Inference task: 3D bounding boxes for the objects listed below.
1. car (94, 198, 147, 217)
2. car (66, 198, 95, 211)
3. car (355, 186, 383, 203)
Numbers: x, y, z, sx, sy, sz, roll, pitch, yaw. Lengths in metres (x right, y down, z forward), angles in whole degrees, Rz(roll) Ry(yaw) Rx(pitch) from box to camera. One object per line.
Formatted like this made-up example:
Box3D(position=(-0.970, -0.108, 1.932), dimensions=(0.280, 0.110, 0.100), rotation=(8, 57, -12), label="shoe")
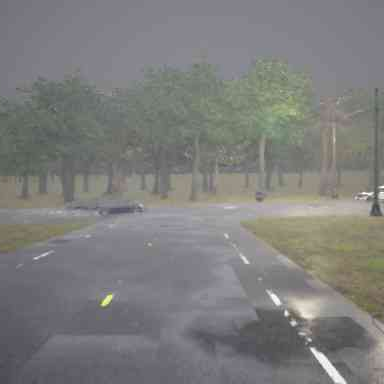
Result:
Box3D(position=(-6.825, 1.415, 33.079), dimensions=(4.553, 1.767, 2.097), rotation=(-4, 2, 0), label="car")
Box3D(position=(-12.277, 1.502, 40.011), dimensions=(5.357, 1.411, 2.033), rotation=(-1, 3, -1), label="car")
Box3D(position=(22.768, 0.300, 40.165), dimensions=(5.566, 2.045, 2.150), rotation=(-3, 3, 0), label="car")
